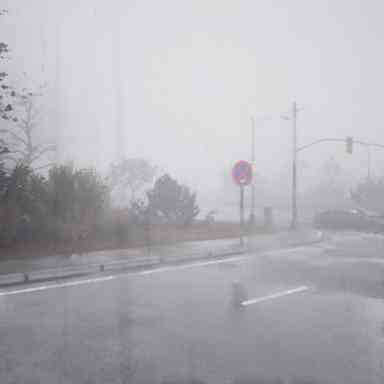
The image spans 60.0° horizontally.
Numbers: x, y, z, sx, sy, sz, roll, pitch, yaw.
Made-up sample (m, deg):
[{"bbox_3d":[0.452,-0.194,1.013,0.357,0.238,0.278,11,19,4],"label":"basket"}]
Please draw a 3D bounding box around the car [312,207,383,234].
[{"bbox_3d":[10.099,1.671,20.506,2.033,1.411,5.357,0,0,-32],"label":"car"}]
